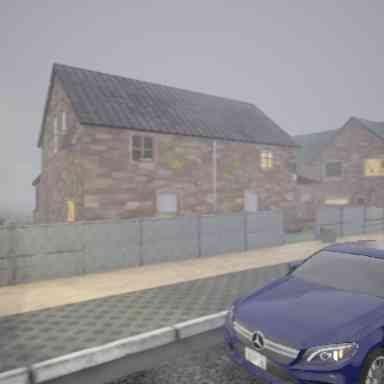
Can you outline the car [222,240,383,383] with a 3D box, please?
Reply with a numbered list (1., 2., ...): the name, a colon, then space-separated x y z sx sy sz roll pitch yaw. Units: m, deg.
1. car: 2.576 1.514 4.909 4.674 1.442 1.812 0 0 -36
